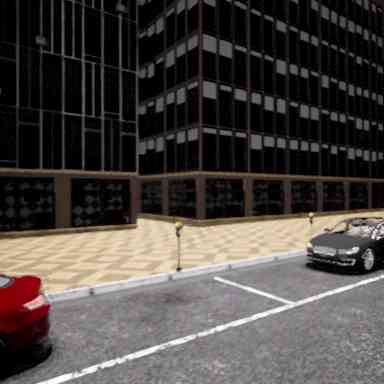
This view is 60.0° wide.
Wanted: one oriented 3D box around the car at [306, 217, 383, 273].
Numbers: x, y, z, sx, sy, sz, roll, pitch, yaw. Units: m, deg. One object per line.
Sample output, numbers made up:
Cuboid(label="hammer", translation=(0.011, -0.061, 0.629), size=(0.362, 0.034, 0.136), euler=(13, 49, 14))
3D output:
Cuboid(label="car", translation=(5.391, 1.484, 10.407), size=(4.403, 1.369, 2.008), euler=(0, 1, -36))

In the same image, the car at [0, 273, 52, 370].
Cuboid(label="car", translation=(-3.875, 1.589, 3.790), size=(4.206, 1.307, 1.802), euler=(0, 1, -36))
